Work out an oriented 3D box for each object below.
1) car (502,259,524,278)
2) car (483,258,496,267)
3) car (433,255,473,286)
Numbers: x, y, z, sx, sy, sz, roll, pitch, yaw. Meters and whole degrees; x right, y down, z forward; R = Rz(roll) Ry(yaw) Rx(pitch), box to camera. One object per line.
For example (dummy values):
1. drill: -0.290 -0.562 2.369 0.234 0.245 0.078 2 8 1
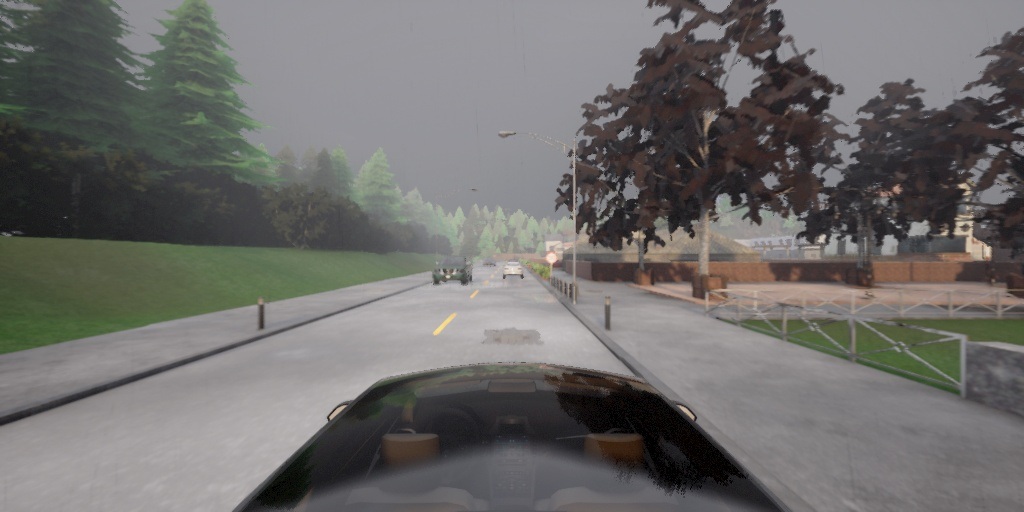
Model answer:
1. car: 0.111 1.275 33.883 1.812 1.442 4.674 0 0 0
2. car: -3.983 1.106 64.485 2.097 1.767 4.553 0 0 0
3. car: -4.090 0.973 25.648 2.150 2.045 5.566 0 0 0
